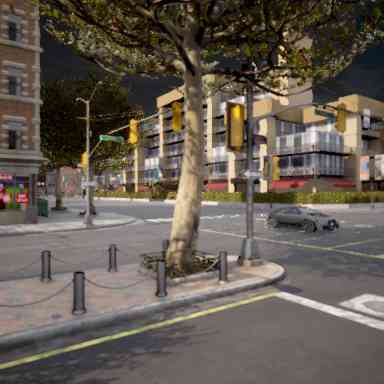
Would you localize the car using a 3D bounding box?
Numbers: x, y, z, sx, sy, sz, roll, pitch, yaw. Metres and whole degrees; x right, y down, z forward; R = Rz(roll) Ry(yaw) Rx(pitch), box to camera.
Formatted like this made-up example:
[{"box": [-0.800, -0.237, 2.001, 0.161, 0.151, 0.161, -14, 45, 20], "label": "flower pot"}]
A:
[{"box": [6.462, 1.564, 19.749, 1.994, 1.385, 4.181, 0, 0, -36], "label": "car"}]
